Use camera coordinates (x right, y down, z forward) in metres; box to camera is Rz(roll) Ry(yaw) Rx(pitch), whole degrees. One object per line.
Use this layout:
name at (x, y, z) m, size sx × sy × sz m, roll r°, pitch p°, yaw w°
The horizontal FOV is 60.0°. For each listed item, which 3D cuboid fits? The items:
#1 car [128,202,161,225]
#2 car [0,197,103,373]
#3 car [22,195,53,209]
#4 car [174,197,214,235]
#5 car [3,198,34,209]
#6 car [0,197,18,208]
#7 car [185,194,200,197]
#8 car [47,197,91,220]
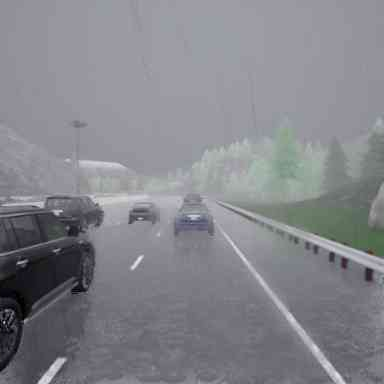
car at (-3.403, 1.506, 24.361) m, size 1.837 × 1.490 × 4.892 m, roll 0°, pitch 0°, yaw 0°
car at (-3.400, 1.222, 5.696) m, size 2.150 × 2.045 × 5.566 m, roll 0°, pitch 0°, yaw 0°
car at (-21.082, 1.354, 45.525) m, size 2.097 × 1.767 × 4.553 m, roll 0°, pitch 0°, yaw 0°
car at (0.098, 1.353, 18.936) m, size 2.097 × 1.767 × 4.553 m, roll 0°, pitch 0°, yaw 0°
car at (-24.578, 1.602, 47.390) m, size 1.895 × 1.301 × 4.718 m, roll 0°, pitch 0°, yaw 0°
car at (-28.066, 1.479, 49.442) m, size 1.882 × 1.535 × 5.008 m, roll 0°, pitch 0°, yaw 0°
car at (0.094, 1.223, 38.983) m, size 2.150 × 2.045 × 5.566 m, roll 0°, pitch 0°, yaw 0°
car at (-10.403, 1.353, 28.456) m, size 2.097 × 1.767 × 4.553 m, roll 0°, pitch 0°, yaw 0°
